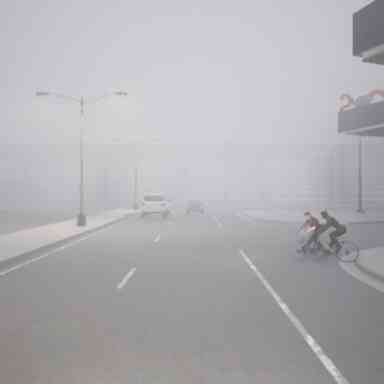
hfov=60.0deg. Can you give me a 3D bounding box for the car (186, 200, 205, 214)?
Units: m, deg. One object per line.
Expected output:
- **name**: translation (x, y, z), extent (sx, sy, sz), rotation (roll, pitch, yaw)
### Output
- **car**: translation (0.361, 1.534, 34.781), extent (2.033, 1.411, 5.357), rotation (0, 0, 2)

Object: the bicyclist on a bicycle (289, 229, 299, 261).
- **bicyclist on a bicycle**: translation (3.896, 1.455, 10.905), extent (1.656, 1.620, 0.582), rotation (1, 0, -18)

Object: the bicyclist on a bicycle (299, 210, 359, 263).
- **bicyclist on a bicycle**: translation (4.333, 1.408, 10.455), extent (1.656, 1.620, 0.582), rotation (-1, -1, 18)

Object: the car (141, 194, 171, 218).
- **car**: translation (-3.169, 1.203, 29.923), extent (2.150, 2.045, 5.566), rotation (0, 0, 0)
